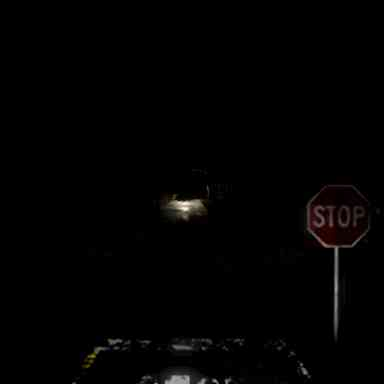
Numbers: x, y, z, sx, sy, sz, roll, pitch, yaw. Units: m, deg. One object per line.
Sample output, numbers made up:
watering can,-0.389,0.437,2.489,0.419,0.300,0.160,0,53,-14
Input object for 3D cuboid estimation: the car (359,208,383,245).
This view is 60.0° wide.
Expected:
car,8.742,1.508,15.158,4.892,1.490,1.837,0,1,-5
